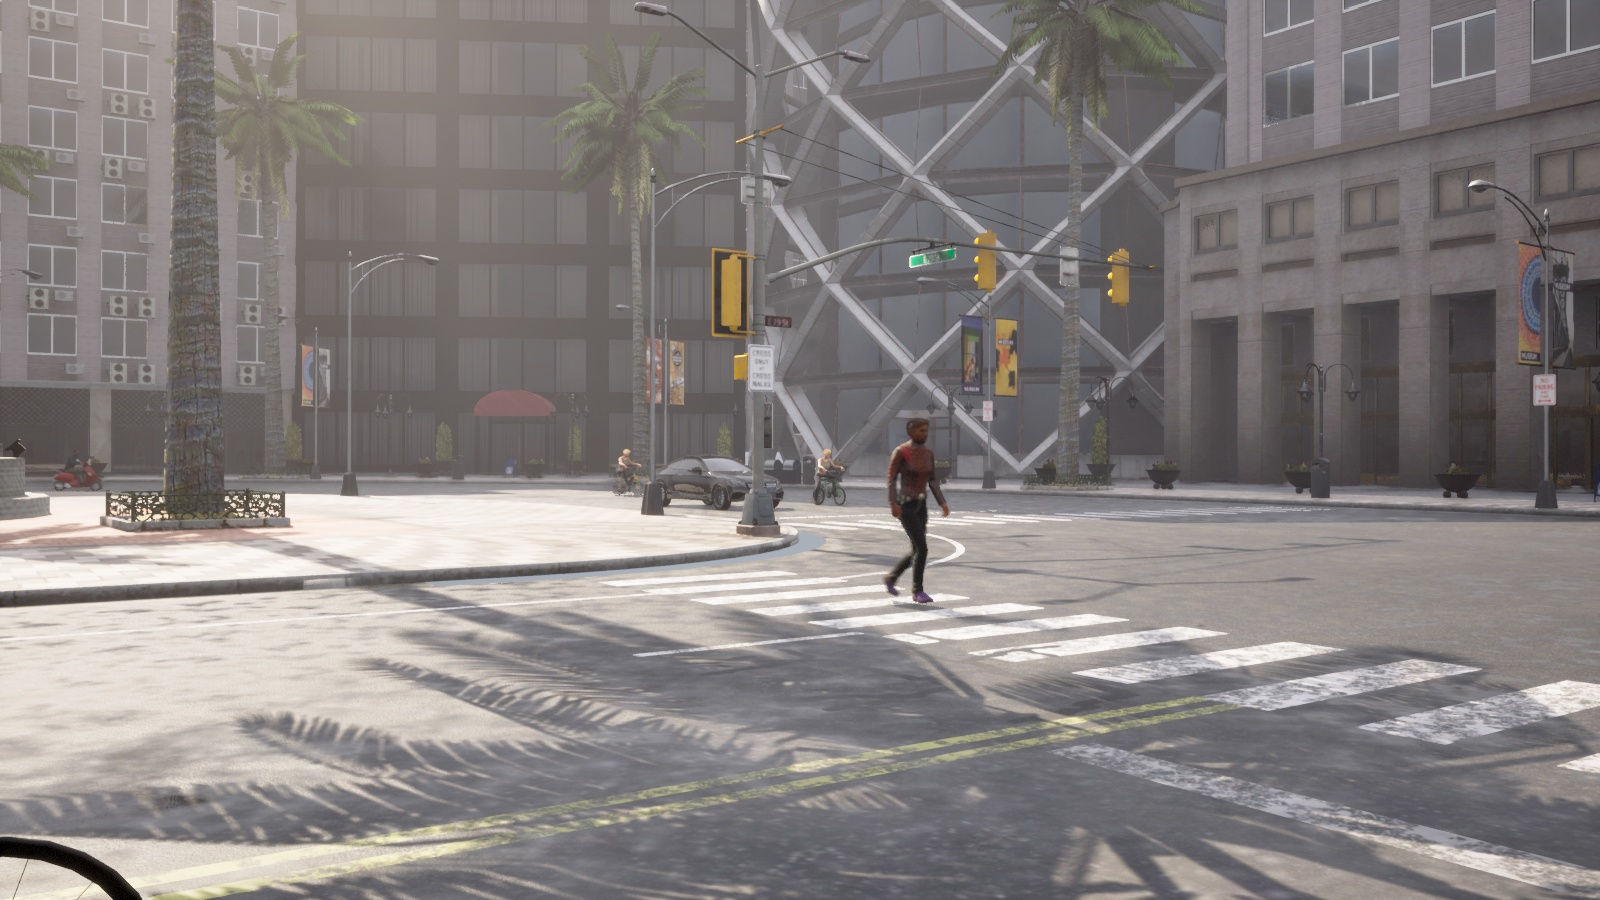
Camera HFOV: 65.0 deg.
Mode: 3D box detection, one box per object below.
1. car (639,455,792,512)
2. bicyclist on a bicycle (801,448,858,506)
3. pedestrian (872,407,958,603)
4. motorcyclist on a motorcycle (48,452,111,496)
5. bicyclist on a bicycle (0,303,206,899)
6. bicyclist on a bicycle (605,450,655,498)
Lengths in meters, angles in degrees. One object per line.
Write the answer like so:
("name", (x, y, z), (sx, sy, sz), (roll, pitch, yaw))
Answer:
("car", (-2.379, 0.860, 34.342), (1.812, 1.442, 4.674), (0, 0, -39))
("bicyclist on a bicycle", (0.834, 0.767, 35.829), (0.866, 1.612, 1.509), (0, 0, -37))
("pedestrian", (1.092, 0.512, 12.017), (0.328, 1.805, 0.869), (0, 0, -36))
("motorcyclist on a motorcycle", (-26.513, 0.868, 46.210), (1.817, 1.590, 0.866), (0, 0, 0))
("bicyclist on a bicycle", (-2.110, 0.625, 2.206), (1.843, 1.776, 0.659), (0, 0, -35))
("bicyclist on a bicycle", (-5.775, 0.798, 42.722), (1.509, 1.612, 0.866), (0, 1, 38))
